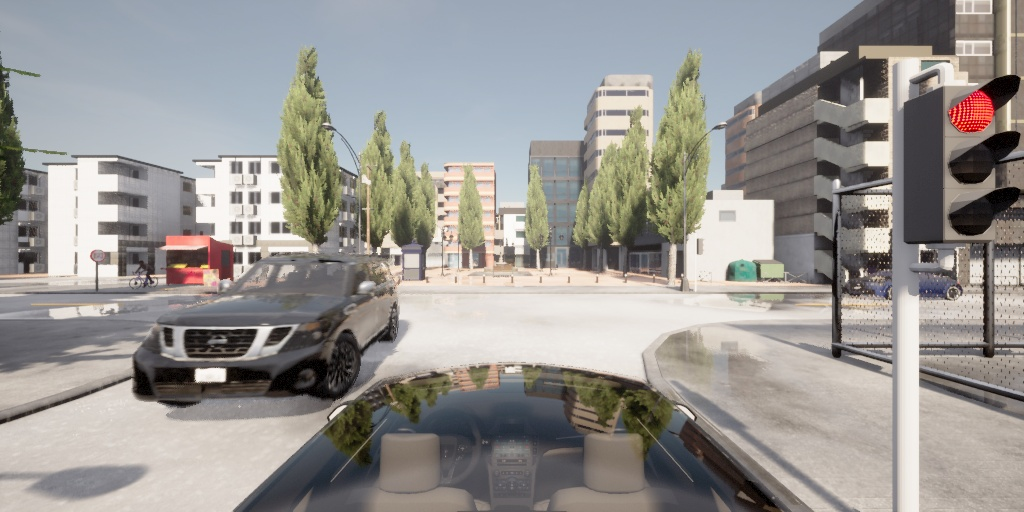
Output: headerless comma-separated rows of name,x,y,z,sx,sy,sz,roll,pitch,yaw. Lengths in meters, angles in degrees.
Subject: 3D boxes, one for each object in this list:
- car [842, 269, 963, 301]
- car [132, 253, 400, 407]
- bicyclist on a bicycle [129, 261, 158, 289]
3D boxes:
car,18.210,1.314,16.853,4.181,1.385,1.994,0,0,0
car,-3.618,0.973,6.706,2.150,2.045,5.566,1,0,-6
bicyclist on a bicycle,-21.561,1.099,21.015,0.582,1.620,1.656,0,0,0
